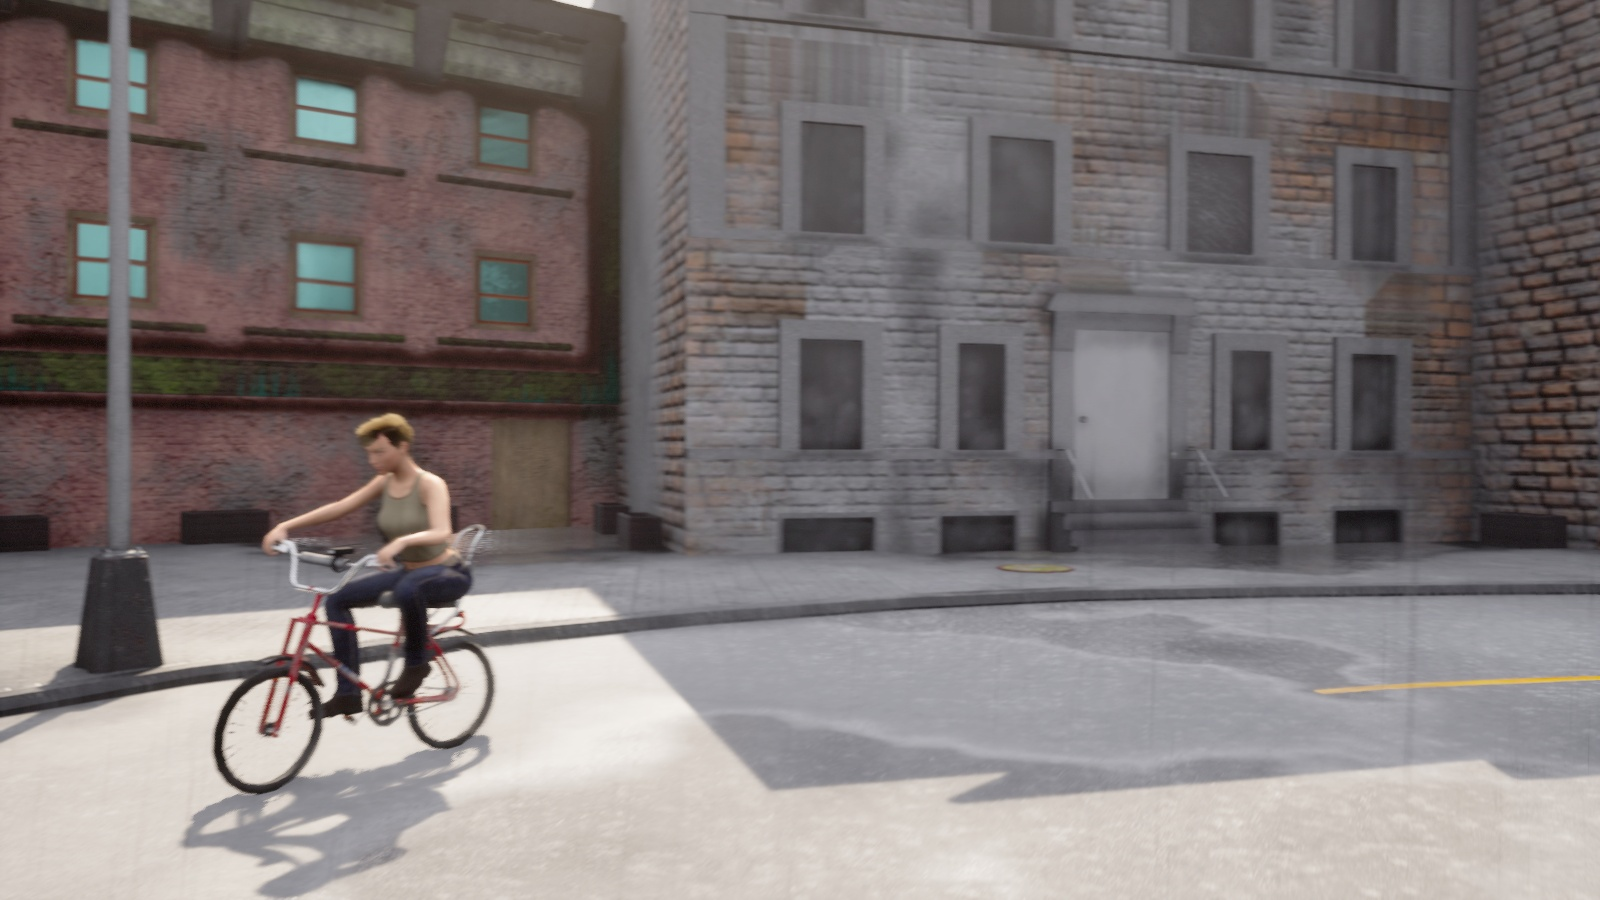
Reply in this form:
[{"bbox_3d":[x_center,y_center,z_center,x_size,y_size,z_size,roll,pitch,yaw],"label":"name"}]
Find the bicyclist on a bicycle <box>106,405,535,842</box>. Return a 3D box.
[{"bbox_3d":[-2.053,0.639,5.541,0.866,1.612,1.509,3,2,34],"label":"bicyclist on a bicycle"}]
